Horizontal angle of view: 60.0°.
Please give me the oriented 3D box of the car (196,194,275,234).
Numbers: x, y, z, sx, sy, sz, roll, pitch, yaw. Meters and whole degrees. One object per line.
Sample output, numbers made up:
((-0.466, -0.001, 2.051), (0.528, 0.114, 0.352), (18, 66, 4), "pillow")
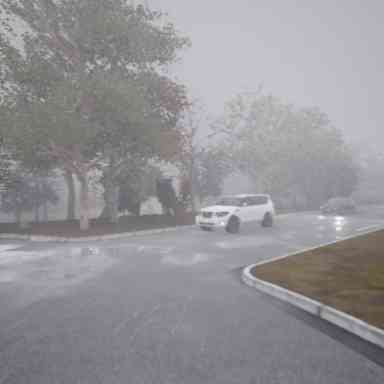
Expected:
((2.677, 1.140, 19.342), (5.566, 2.045, 2.150), (-1, 0, -45), "car")

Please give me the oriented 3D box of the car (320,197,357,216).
((13.178, 1.238, 29.791), (4.892, 1.490, 1.837), (-1, 0, -45), "car")
